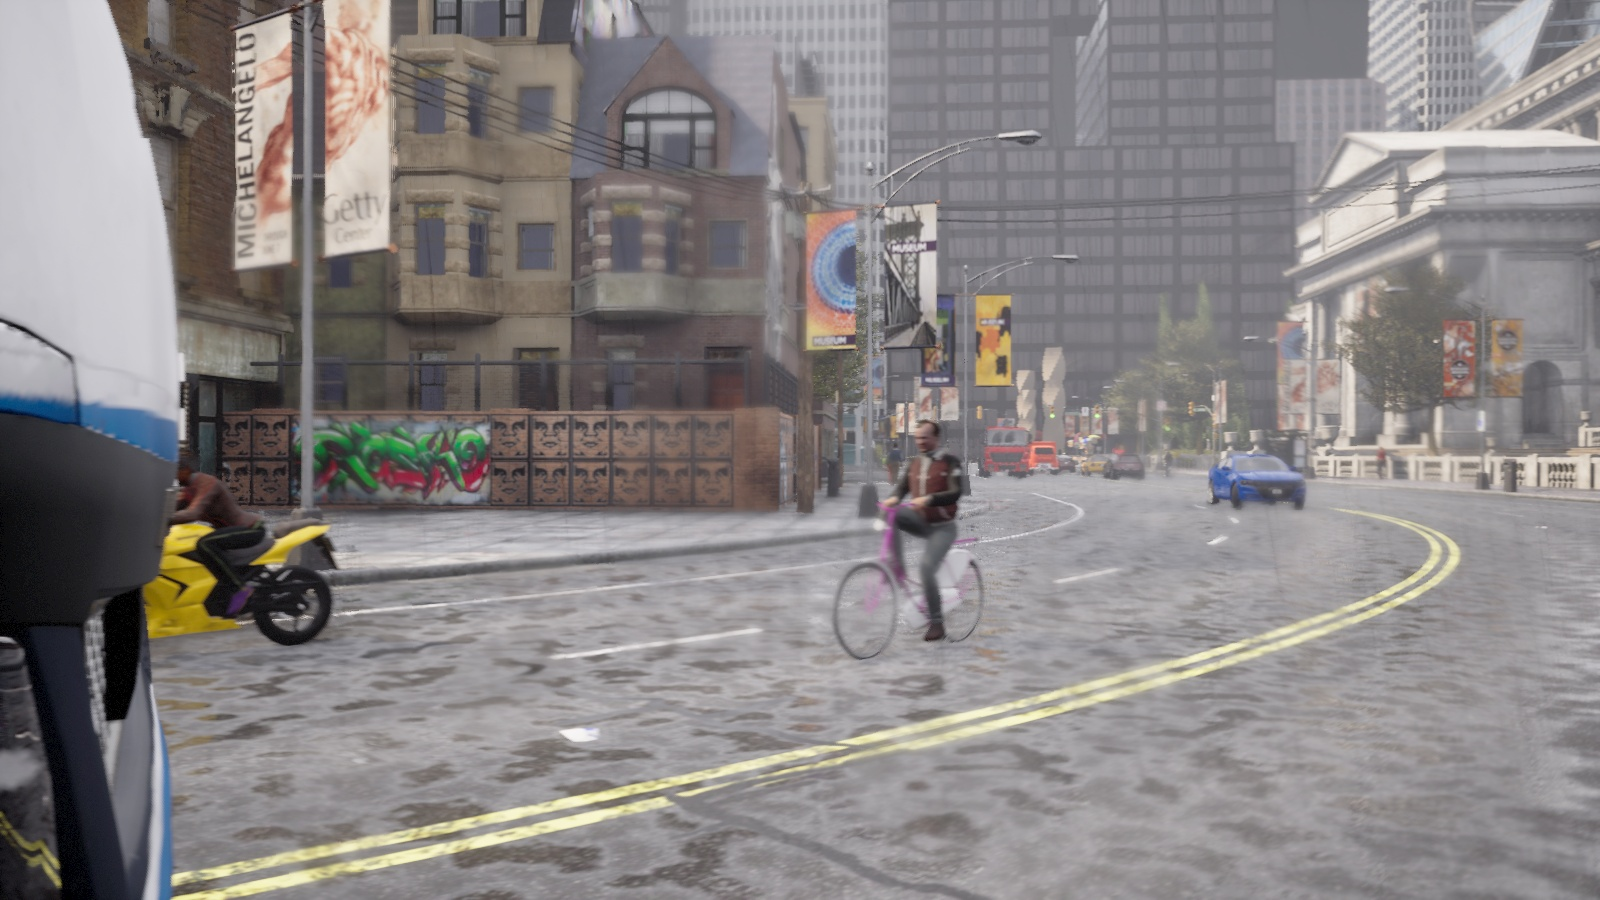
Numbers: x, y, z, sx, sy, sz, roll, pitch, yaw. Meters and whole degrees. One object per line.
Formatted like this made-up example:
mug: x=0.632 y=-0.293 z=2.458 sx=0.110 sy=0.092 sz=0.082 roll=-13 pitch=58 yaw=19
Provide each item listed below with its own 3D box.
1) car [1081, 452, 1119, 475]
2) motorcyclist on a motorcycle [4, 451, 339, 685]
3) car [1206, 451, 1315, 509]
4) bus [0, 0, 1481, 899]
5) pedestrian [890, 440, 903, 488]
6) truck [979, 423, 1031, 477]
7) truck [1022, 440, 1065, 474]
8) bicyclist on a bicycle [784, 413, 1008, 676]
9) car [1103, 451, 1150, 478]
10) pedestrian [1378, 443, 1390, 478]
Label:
car: x=21.289 y=0.927 z=89.272 sx=1.801 sy=1.575 sz=5.366 roll=0 pitch=0 yaw=5
motorcyclist on a motorcycle: x=-4.533 y=0.771 z=9.151 sx=2.044 sy=1.523 sz=0.797 roll=0 pitch=-1 yaw=-41
car: x=13.184 y=0.809 z=36.277 sx=1.882 sy=1.535 sz=5.008 roll=0 pitch=0 yaw=7
bus: x=-5.081 y=-0.616 z=0.152 sx=10.273 sy=4.253 sz=3.944 roll=0 pitch=0 yaw=-27
pedestrian: x=3.988 y=0.567 z=51.892 sx=0.423 sy=1.949 sz=0.788 roll=0 pitch=0 yaw=-2
truck: x=13.982 y=0.016 z=85.992 sx=2.891 sy=3.462 sz=7.936 roll=0 pitch=0 yaw=5
truck: x=18.174 y=0.527 z=93.968 sx=2.627 sy=2.467 sz=5.204 roll=0 pitch=0 yaw=5
bicyclist on a bicycle: x=0.760 y=0.646 z=9.408 sx=0.659 sy=1.776 sz=1.843 roll=-1 pitch=-1 yaw=43
car: x=20.377 y=0.886 z=78.532 sx=2.033 sy=1.649 sz=4.856 roll=0 pitch=0 yaw=5
pedestrian: x=31.217 y=0.543 z=67.142 sx=0.331 sy=1.846 sz=0.636 roll=0 pitch=0 yaw=-2
